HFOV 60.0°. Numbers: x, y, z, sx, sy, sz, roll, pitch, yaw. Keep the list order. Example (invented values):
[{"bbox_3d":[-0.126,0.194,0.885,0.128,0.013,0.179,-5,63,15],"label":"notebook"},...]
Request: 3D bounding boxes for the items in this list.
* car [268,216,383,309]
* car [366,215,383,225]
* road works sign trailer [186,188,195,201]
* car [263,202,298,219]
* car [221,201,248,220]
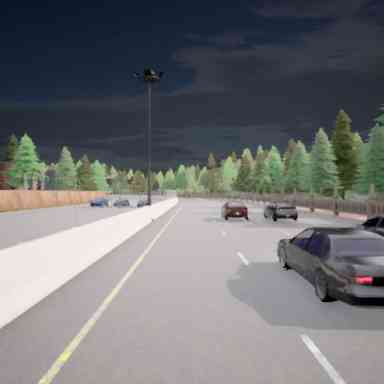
[{"bbox_3d":[3.542,1.563,8.148,2.033,1.411,5.357,0,0,1],"label":"car"},{"bbox_3d":[7.069,1.527,11.532,1.837,1.490,4.892,0,0,0],"label":"car"},{"bbox_3d":[-0.584,0.632,88.851,2.380,3.560,2.880,0,0,-10],"label":"road works sign trailer"},{"bbox_3d":[7.072,1.543,26.885,2.128,1.511,4.902,0,0,0],"label":"car"},{"bbox_3d":[3.580,1.531,28.422,1.882,1.535,5.008,0,0,0],"label":"car"}]
